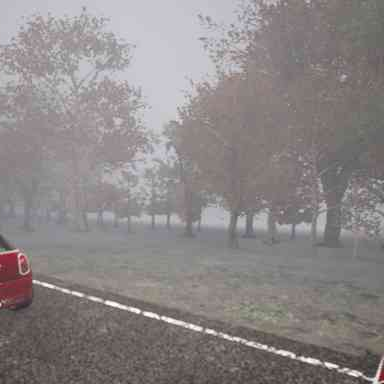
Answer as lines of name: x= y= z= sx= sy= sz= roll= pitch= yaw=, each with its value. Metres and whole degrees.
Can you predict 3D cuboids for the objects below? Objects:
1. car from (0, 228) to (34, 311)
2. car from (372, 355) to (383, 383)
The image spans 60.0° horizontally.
car: x=-5.190 y=1.382 z=6.616 sx=4.553 sy=1.767 sz=2.097 roll=0 pitch=0 yaw=36
car: x=3.234 y=1.343 z=1.391 sx=4.553 sy=1.767 sz=2.097 roll=0 pitch=0 yaw=35
